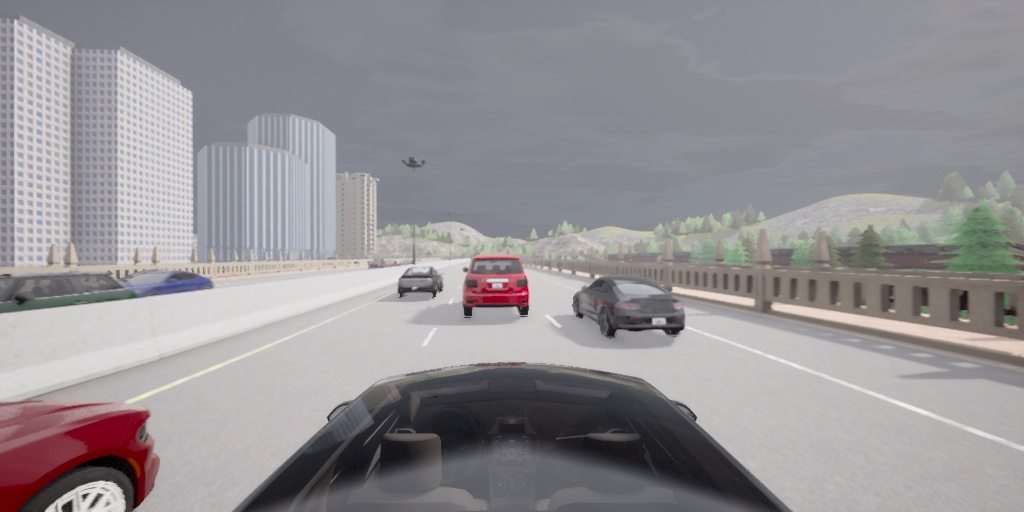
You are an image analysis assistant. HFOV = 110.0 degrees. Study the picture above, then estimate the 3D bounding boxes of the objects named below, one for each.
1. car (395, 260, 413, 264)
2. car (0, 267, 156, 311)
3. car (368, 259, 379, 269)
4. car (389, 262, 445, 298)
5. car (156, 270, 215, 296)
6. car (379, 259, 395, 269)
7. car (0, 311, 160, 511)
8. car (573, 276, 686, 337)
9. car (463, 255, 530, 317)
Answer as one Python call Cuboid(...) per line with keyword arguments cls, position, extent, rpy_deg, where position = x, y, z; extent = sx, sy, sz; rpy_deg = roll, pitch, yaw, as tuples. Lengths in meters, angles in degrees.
Cuboid(cls="car", position=(-14.978, 1.370, 51.506), extent=(1.882, 1.535, 5.008), rpy_deg=(0, 0, -5))
Cuboid(cls="car", position=(-10.924, 1.156, 7.674), extent=(2.097, 1.767, 4.553), rpy_deg=(0, 0, -4))
Cuboid(cls="car", position=(-22.896, 1.293, 61.205), extent=(2.097, 1.767, 4.553), rpy_deg=(0, 0, -5))
Cuboid(cls="car", position=(-4.669, 1.289, 18.819), extent=(2.128, 1.511, 4.902), rpy_deg=(0, 0, -5))
Cuboid(cls="car", position=(-15.065, 1.359, 15.397), extent=(1.812, 1.442, 4.674), rpy_deg=(0, 0, -5))
Cuboid(cls="car", position=(-18.924, 1.442, 56.164), extent=(1.812, 1.442, 4.674), rpy_deg=(0, 0, -5))
Cuboid(cls="car", position=(-3.536, 1.240, 0.527), extent=(1.882, 1.535, 5.008), rpy_deg=(0, 0, 1))
Cuboid(cls="car", position=(3.075, 1.278, 10.173), extent=(1.812, 1.442, 4.674), rpy_deg=(0, 0, -4))
Cuboid(cls="car", position=(-0.662, 0.994, 13.447), extent=(2.150, 2.045, 5.566), rpy_deg=(0, 0, -5))
